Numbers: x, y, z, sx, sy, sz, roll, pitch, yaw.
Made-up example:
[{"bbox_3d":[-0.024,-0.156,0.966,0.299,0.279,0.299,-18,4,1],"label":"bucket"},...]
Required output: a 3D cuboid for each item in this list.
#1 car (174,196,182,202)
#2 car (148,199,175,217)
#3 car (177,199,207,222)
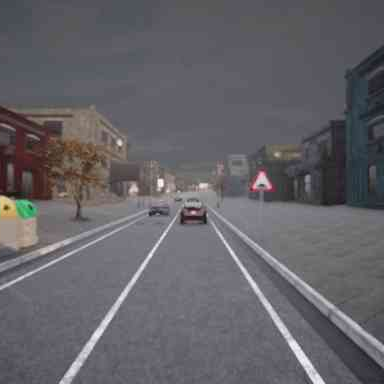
[{"bbox_3d":[-2.993,1.584,73.076,1.895,1.301,4.718,0,0,0],"label":"car"},{"bbox_3d":[-3.096,1.636,32.541,2.033,1.411,5.357,0,0,0],"label":"car"},{"bbox_3d":[0.100,1.538,25.662,2.163,1.488,4.792,0,-1,0],"label":"car"}]
